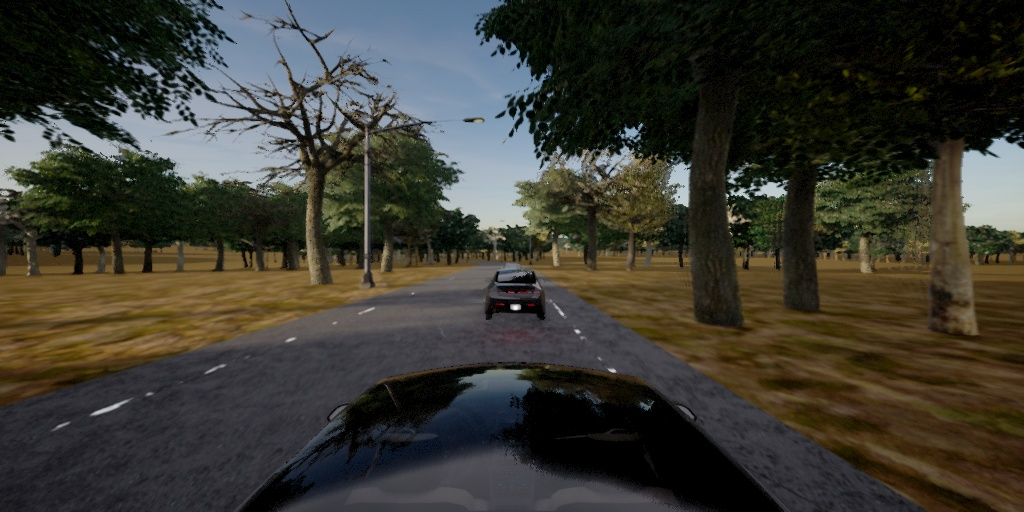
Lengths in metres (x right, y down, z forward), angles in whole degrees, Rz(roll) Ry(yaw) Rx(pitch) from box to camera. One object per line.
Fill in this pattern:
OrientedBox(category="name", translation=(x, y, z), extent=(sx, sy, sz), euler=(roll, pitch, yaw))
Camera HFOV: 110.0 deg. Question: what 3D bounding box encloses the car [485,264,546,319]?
OrientedBox(category="car", translation=(0.099, 1.200, 12.541), extent=(1.837, 1.490, 4.892), euler=(1, 0, 0))
